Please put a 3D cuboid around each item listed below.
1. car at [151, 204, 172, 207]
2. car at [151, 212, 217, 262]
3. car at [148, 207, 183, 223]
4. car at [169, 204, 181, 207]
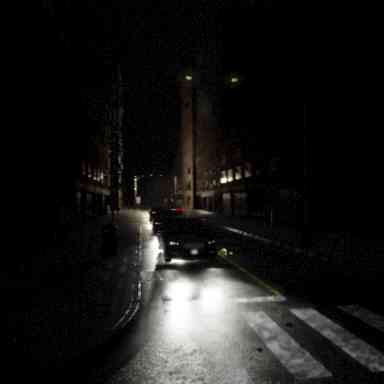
[{"bbox_3d":[-3.395,2.305,33.701,1.837,1.490,4.892,0,-1,-9],"label":"car"},{"bbox_3d":[-0.331,1.792,13.517,2.128,1.511,4.902,0,-1,-10],"label":"car"},{"bbox_3d":[-1.832,2.033,23.382,2.128,1.511,4.902,0,-1,-9],"label":"car"},{"bbox_3d":[-2.392,2.597,46.560,2.128,1.511,4.902,0,-1,-9],"label":"car"}]
